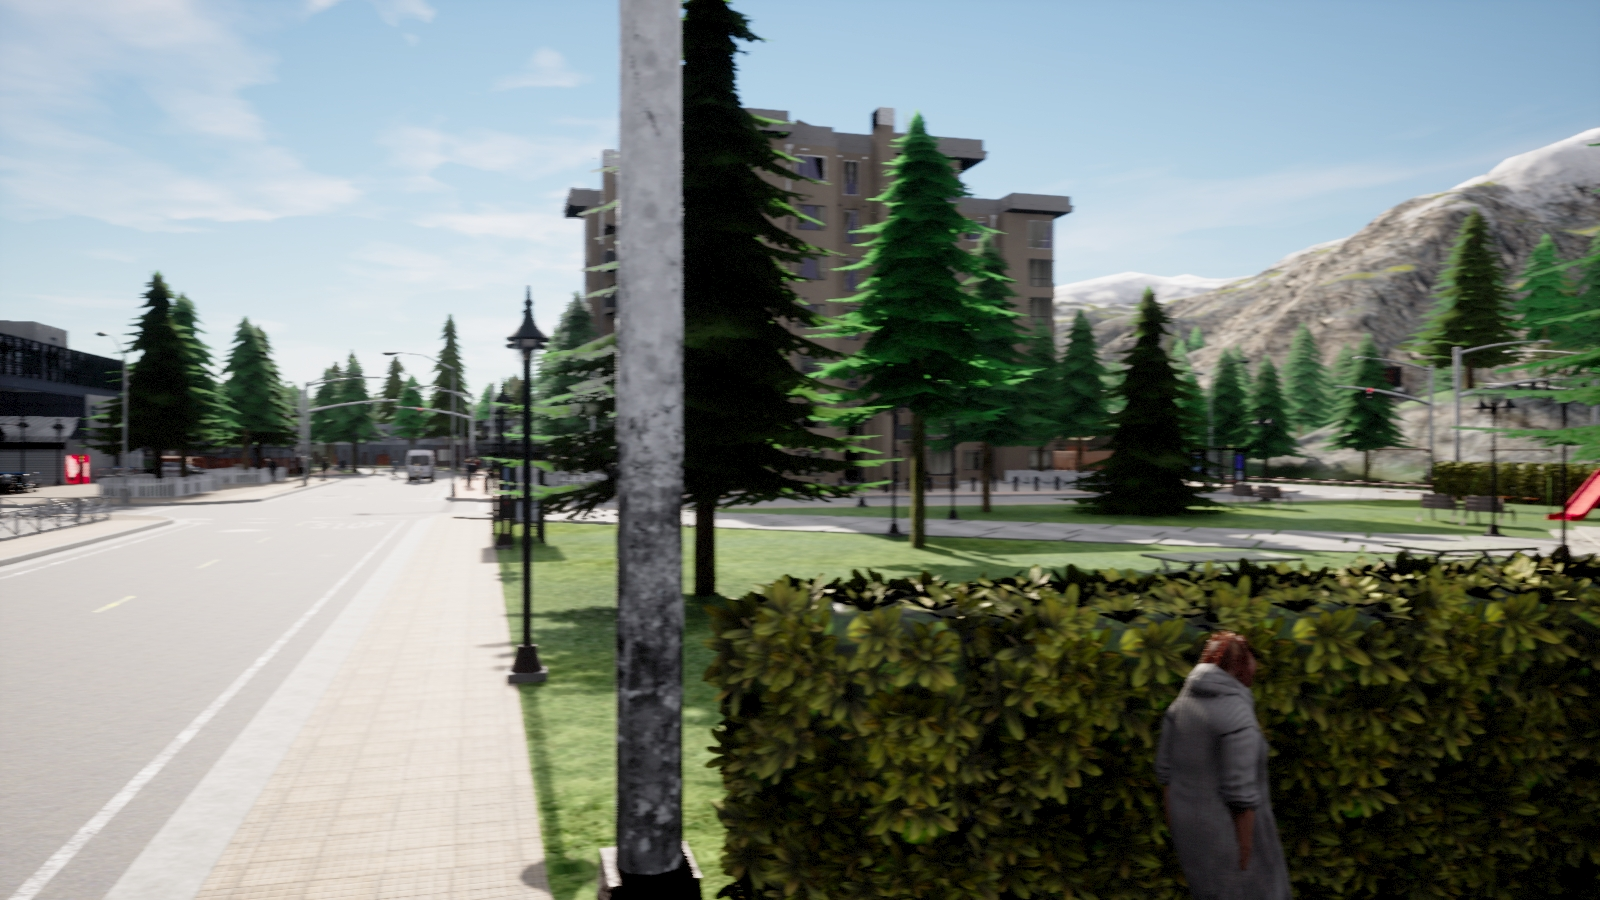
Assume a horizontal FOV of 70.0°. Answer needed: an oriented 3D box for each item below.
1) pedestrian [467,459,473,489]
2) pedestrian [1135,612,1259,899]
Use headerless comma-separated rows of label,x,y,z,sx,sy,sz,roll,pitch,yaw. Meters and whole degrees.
pedestrian,-20.747,1.494,71.866,0.375,1.860,0.375,0,0,-15
pedestrian,1.752,1.680,5.065,0.375,1.860,0.375,0,0,-14
